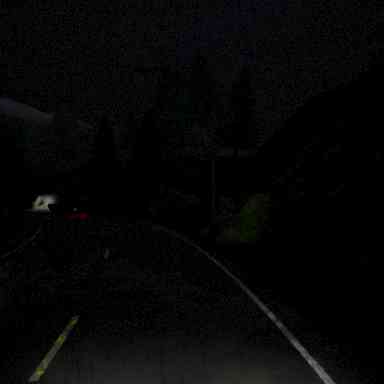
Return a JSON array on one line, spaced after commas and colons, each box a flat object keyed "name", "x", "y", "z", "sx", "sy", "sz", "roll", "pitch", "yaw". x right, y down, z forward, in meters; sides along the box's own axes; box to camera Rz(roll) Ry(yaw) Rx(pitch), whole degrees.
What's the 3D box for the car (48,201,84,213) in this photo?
[{"name": "car", "x": -14.009, "y": 1.597, "z": 36.718, "sx": 4.718, "sy": 1.301, "sz": 1.895, "roll": 0, "pitch": 0, "yaw": 42}]
